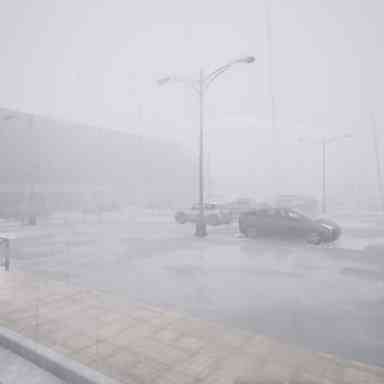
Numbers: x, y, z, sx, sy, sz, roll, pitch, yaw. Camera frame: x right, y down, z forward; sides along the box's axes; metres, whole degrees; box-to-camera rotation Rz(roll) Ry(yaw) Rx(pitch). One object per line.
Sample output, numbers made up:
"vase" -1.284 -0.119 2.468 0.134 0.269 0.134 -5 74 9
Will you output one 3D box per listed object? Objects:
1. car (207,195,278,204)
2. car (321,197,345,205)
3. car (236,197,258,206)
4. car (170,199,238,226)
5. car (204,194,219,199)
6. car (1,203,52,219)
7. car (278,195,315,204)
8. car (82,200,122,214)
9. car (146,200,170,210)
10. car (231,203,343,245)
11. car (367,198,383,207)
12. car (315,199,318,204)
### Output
"car" 4.196 1.345 27.851 5.027 1.636 2.152 0 0 35
"car" 23.748 1.565 56.014 3.633 1.501 1.845 0 0 35
"car" 10.053 1.668 60.520 2.128 1.511 4.902 0 0 35
"car" 0.758 1.424 22.422 3.806 1.475 1.970 0 0 35
"car" 3.921 1.398 51.818 2.150 2.045 5.566 0 0 35
"car" -15.346 1.740 30.977 1.994 1.385 4.181 0 0 35
"car" 11.577 1.269 38.302 3.866 1.878 1.905 0 0 35
"car" -10.269 1.681 38.161 1.837 1.490 4.892 0 0 35
"car" -4.487 1.740 46.313 1.994 1.385 4.181 0 0 36
"car" 4.403 1.490 15.364 4.514 1.523 2.007 0 0 35
"car" 28.091 1.576 49.298 3.806 1.475 1.970 0 0 35
"car" 12.916 1.289 40.913 4.605 1.855 1.932 0 0 35
